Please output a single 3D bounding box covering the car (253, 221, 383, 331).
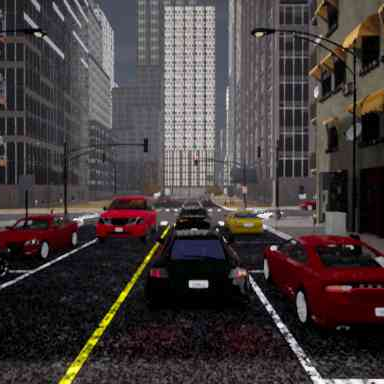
[{"bbox_3d":[2.686,1.548,6.896,1.887,1.381,4.507,-1,0,0],"label":"car"}]

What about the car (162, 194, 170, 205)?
[{"bbox_3d":[-5.660,1.585,61.475,1.887,1.381,4.507,-1,0,0],"label":"car"}]

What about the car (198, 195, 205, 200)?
[{"bbox_3d":[2.741,1.648,94.826,1.802,1.307,4.206,-1,0,0],"label":"car"}]

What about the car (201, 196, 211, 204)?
[{"bbox_3d":[2.723,1.570,67.198,1.752,1.417,4.829,-1,0,0],"label":"car"}]

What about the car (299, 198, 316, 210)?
[{"bbox_3d":[14.274,1.281,37.060,4.507,1.381,1.887,-1,1,0],"label":"car"}]

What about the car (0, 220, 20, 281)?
[{"bbox_3d":[-5.696,1.444,6.915,1.967,1.590,4.097,-1,0,0],"label":"car"}]

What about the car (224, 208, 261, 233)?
[{"bbox_3d":[2.693,1.536,18.112,1.752,1.417,4.829,-1,0,0],"label":"car"}]

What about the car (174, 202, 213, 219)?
[{"bbox_3d":[0.087,1.515,17.763,1.837,1.490,4.892,0,0,-1],"label":"car"}]

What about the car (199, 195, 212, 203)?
[{"bbox_3d":[2.718,1.480,61.469,1.967,1.590,4.097,-1,0,0],"label":"car"}]

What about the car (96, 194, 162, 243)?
[{"bbox_3d":[-3.018,1.233,16.623,2.150,2.045,5.566,0,0,1],"label":"car"}]

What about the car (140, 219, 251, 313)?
[{"bbox_3d":[0.108,1.568,7.779,1.994,1.385,4.181,0,0,0],"label":"car"}]

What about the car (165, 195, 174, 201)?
[{"bbox_3d":[-5.648,1.582,83.543,1.752,1.417,4.829,-1,0,0],"label":"car"}]

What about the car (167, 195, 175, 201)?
[{"bbox_3d":[-5.643,1.606,89.272,1.887,1.381,4.507,-1,0,0],"label":"car"}]

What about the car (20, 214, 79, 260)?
[{"bbox_3d":[-5.691,1.552,12.439,1.887,1.381,4.507,-1,0,0],"label":"car"}]

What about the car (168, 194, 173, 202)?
[{"bbox_3d":[-5.659,1.359,67.035,2.192,1.841,5.009,-1,0,0],"label":"car"}]
